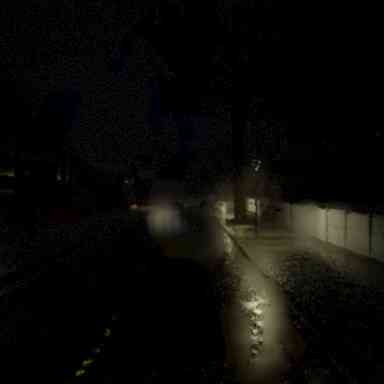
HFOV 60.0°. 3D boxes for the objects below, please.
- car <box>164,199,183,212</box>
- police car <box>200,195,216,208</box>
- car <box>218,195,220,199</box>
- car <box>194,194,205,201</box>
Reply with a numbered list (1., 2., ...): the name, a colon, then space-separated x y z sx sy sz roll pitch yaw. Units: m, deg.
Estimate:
1. car: -2.109 1.540 39.353 2.128 1.511 4.902 0 0 3
2. police car: 2.252 1.488 50.546 1.930 1.638 5.238 0 0 4
3. car: 5.154 1.560 84.622 2.128 1.511 4.902 0 0 9
4. car: 1.745 1.264 79.901 2.128 1.511 4.902 0 0 8
